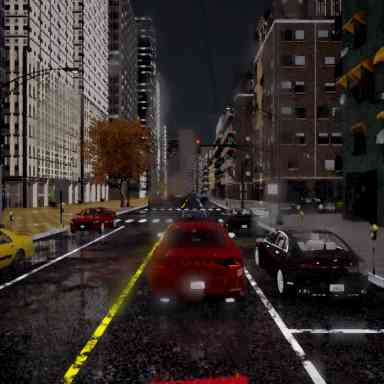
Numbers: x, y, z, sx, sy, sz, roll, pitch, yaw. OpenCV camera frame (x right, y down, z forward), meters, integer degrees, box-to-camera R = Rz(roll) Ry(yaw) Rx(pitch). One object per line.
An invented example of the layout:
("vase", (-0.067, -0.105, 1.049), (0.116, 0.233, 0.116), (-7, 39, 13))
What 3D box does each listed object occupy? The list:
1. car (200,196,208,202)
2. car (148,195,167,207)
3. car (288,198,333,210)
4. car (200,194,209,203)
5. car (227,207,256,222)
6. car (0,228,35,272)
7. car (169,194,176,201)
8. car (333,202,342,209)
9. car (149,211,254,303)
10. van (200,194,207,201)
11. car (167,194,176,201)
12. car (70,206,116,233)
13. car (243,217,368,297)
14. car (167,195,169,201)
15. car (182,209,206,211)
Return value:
("car", (2.826, 1.599, 79.610), (1.752, 1.417, 4.829), (0, 0, 0))
("car", (-5.603, 1.349, 51.841), (2.192, 1.841, 5.009), (0, 0, 0))
("car", (13.492, 1.359, 38.825), (4.403, 1.369, 2.008), (-1, 1, 0))
("car", (2.816, 1.630, 73.917), (1.947, 1.339, 4.313), (0, 0, 0))
("car", (2.722, 1.555, 19.438), (2.008, 1.369, 4.403), (0, 0, 0))
("car", (-5.677, 1.526, 8.217), (1.752, 1.417, 4.829), (0, 0, 0))
("car", (-5.546, 1.650, 84.978), (1.947, 1.339, 4.313), (0, 0, 0))
("car", (18.889, 1.259, 38.870), (4.829, 1.417, 1.752), (-1, 1, 0))
("car", (0.105, 1.478, 8.278), (1.882, 1.535, 5.008), (0, 0, 0))
("van", (2.835, 1.425, 84.964), (1.690, 1.788, 3.998), (0, 0, 0))
("car", (-5.537, 1.410, 90.500), (2.192, 1.841, 5.009), (0, 0, 0))
("car", (-5.658, 1.549, 19.452), (1.887, 1.381, 4.507), (0, 0, 0))
("car", (2.703, 1.551, 8.372), (2.008, 1.369, 4.403), (0, 0, 0))
("car", (-5.593, 1.607, 57.363), (1.947, 1.339, 4.313), (0, 0, 0))
("car", (0.118, 1.605, 18.369), (1.895, 1.301, 4.718), (0, 0, 0))
